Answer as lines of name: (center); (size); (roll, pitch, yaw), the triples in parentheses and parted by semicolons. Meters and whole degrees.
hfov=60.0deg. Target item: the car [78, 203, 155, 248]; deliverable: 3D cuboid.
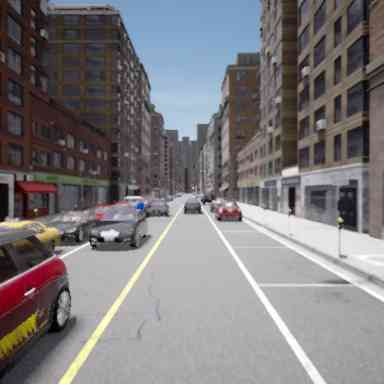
car: (-3.093, 1.484, 14.829); (2.128, 1.511, 4.902); (0, 0, 0)

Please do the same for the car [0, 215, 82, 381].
car: (-3.077, 1.350, 3.740); (2.097, 1.767, 4.553); (0, 0, 0)

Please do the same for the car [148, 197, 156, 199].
car: (-5.649, 1.545, 37.722); (2.008, 1.369, 4.403); (0, 0, 0)

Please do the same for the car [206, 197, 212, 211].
car: (2.876, 1.544, 37.749); (2.008, 1.369, 4.403); (0, 0, 0)

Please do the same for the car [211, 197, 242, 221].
car: (2.869, 1.431, 26.851); (1.967, 1.590, 4.097); (0, 0, 0)

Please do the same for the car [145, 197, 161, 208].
car: (-5.644, 1.524, 48.453); (1.752, 1.417, 4.829); (0, 0, 0)

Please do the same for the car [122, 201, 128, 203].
car: (-5.658, 1.536, 21.369); (1.887, 1.381, 4.507); (0, 0, 0)

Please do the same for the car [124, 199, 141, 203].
car: (-5.655, 1.536, 26.820); (1.887, 1.381, 4.507); (0, 0, 0)

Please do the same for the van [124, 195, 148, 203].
van: (-5.653, 1.333, 32.271); (1.690, 1.788, 3.998); (0, 0, 0)

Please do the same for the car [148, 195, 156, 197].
car: (-5.647, 1.311, 43.172); (2.192, 1.841, 5.009); (0, 0, 0)

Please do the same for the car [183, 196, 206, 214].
car: (0.077, 1.485, 35.526); (2.128, 1.511, 4.902); (0, 0, 0)

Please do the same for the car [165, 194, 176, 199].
car: (-5.627, 1.606, 81.329); (1.802, 1.307, 4.206); (0, 0, 0)

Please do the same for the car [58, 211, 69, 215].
car: (-5.663, 1.520, 10.298); (1.752, 1.417, 4.829); (0, 0, 0)

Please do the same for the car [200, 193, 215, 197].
car: (3.032, 1.230, 59.362); (2.150, 2.045, 5.566); (0, 0, 0)

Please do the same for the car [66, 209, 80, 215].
car: (-5.660, 1.543, 15.918); (2.008, 1.369, 4.403); (0, 0, 0)

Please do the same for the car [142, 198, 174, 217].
car: (-3.057, 1.555, 30.731); (1.994, 1.385, 4.181); (0, 0, 0)
